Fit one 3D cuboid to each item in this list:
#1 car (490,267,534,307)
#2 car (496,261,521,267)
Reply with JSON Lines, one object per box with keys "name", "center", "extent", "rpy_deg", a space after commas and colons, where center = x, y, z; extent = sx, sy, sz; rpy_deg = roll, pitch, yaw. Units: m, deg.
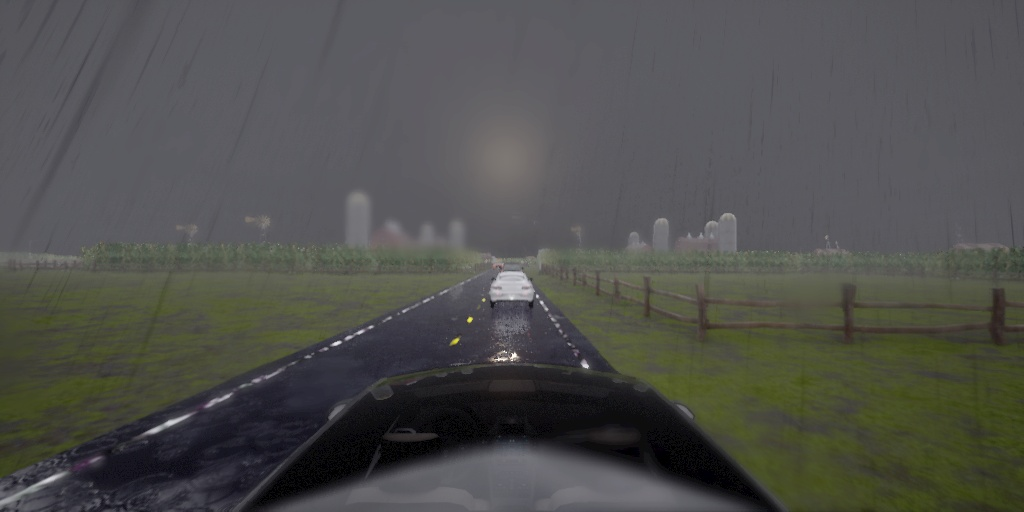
{"name": "car", "center": [-0.001, 1.417, 16.279], "extent": [1.812, 1.442, 4.674], "rpy_deg": [0, 0, 0]}
{"name": "car", "center": [-0.010, 1.394, 30.969], "extent": [2.097, 1.767, 4.553], "rpy_deg": [0, -1, 0]}
